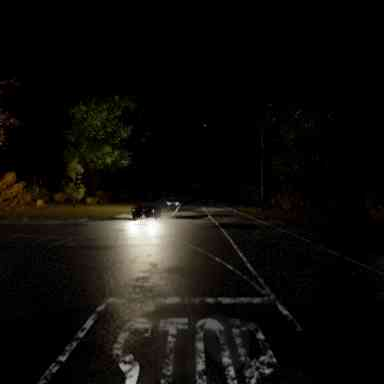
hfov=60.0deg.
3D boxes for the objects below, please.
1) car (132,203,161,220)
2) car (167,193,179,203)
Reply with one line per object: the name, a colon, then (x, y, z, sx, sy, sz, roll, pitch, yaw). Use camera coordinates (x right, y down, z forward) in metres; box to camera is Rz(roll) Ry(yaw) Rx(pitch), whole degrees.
car: (-3.569, 1.508, 26.620, 1.895, 1.301, 4.718, 1, -1, 0)
car: (-3.981, 1.209, 69.720, 2.150, 2.045, 5.566, 0, 0, -1)
